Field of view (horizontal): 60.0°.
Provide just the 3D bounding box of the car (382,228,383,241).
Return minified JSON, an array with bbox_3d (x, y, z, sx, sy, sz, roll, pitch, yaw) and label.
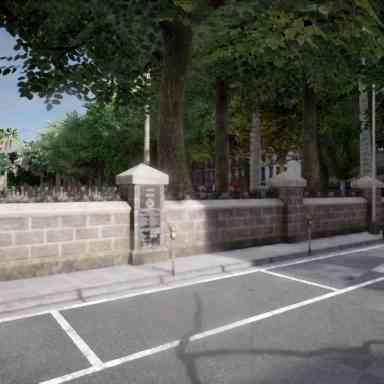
[{"bbox_3d":[9.787,1.307,13.521,5.009,1.841,2.192,0,0,-36],"label":"car"}]
